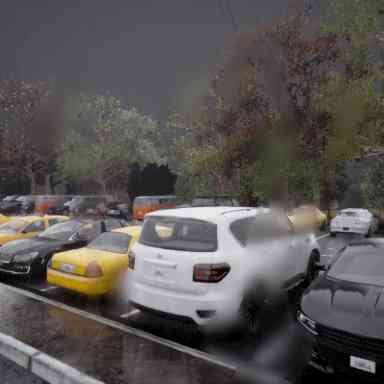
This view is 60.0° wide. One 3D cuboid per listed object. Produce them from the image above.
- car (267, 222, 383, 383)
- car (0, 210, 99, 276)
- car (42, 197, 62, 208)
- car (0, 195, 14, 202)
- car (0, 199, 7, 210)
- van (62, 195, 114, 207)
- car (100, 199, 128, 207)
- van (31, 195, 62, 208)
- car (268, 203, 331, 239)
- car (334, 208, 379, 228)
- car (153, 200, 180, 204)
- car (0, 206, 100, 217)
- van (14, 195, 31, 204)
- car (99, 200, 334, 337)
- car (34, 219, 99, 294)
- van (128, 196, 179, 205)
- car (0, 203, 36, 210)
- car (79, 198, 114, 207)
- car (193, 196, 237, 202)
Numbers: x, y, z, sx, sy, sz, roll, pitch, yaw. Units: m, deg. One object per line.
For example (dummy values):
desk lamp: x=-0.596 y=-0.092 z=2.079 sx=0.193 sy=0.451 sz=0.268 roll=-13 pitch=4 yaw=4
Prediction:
car: x=3.302 y=1.580 z=5.601 sx=2.097 sy=1.535 sz=5.008 roll=0 pitch=0 yaw=36
car: x=-3.443 y=1.554 z=10.486 sx=2.231 sy=1.521 sz=4.892 roll=0 pitch=0 yaw=36
car: x=-11.449 y=1.539 z=32.432 sx=2.097 sy=1.535 sz=5.008 roll=0 pitch=0 yaw=36
car: x=-18.200 y=1.333 z=37.279 sx=2.435 sy=2.045 sz=5.566 roll=0 pitch=0 yaw=36
car: x=-27.257 y=1.684 z=43.877 sx=2.002 sy=1.452 sz=4.674 roll=0 pitch=0 yaw=36
van: x=-9.260 y=1.302 z=30.707 sx=1.878 sy=1.987 sz=4.442 roll=0 pitch=0 yaw=36
car: x=-4.812 y=1.546 z=27.655 sx=2.163 sy=1.488 sz=4.792 roll=0 pitch=0 yaw=36
van: x=-13.628 y=1.328 z=34.147 sx=1.878 sy=1.987 sz=4.442 roll=0 pitch=0 yaw=36
car: x=6.380 y=1.552 z=19.285 sx=1.946 sy=1.575 sz=5.366 roll=0 pitch=0 yaw=36
car: x=8.730 y=1.604 z=17.809 sx=2.002 sy=1.452 sz=4.674 roll=0 pitch=0 yaw=36
car: x=-0.258 y=1.556 z=24.286 sx=2.163 sy=1.488 sz=4.792 roll=0 pitch=0 yaw=36
car: x=-5.804 y=1.540 z=11.959 sx=1.946 sy=1.575 sz=5.366 roll=0 pitch=0 yaw=36
van: x=-16.009 y=1.343 z=35.583 sx=1.878 sy=1.987 sz=4.442 roll=0 pitch=0 yaw=36
car: x=1.068 y=1.320 z=7.247 sx=2.435 sy=2.045 sz=5.566 roll=0 pitch=0 yaw=36
car: x=-1.090 y=1.559 z=9.003 sx=1.946 sy=1.575 sz=5.366 roll=0 pitch=0 yaw=36
van: x=-2.516 y=1.294 z=26.101 sx=1.878 sy=1.987 sz=4.442 roll=0 pitch=0 yaw=36
car: x=-10.399 y=1.524 z=15.287 sx=1.946 sy=1.575 sz=5.366 roll=0 pitch=0 yaw=36
car: x=-6.950 y=1.548 z=29.203 sx=2.163 sy=1.488 sz=4.792 roll=0 pitch=0 yaw=36
car: x=2.019 y=1.285 z=22.707 sx=2.435 sy=2.045 sz=5.566 roll=0 pitch=0 yaw=36
